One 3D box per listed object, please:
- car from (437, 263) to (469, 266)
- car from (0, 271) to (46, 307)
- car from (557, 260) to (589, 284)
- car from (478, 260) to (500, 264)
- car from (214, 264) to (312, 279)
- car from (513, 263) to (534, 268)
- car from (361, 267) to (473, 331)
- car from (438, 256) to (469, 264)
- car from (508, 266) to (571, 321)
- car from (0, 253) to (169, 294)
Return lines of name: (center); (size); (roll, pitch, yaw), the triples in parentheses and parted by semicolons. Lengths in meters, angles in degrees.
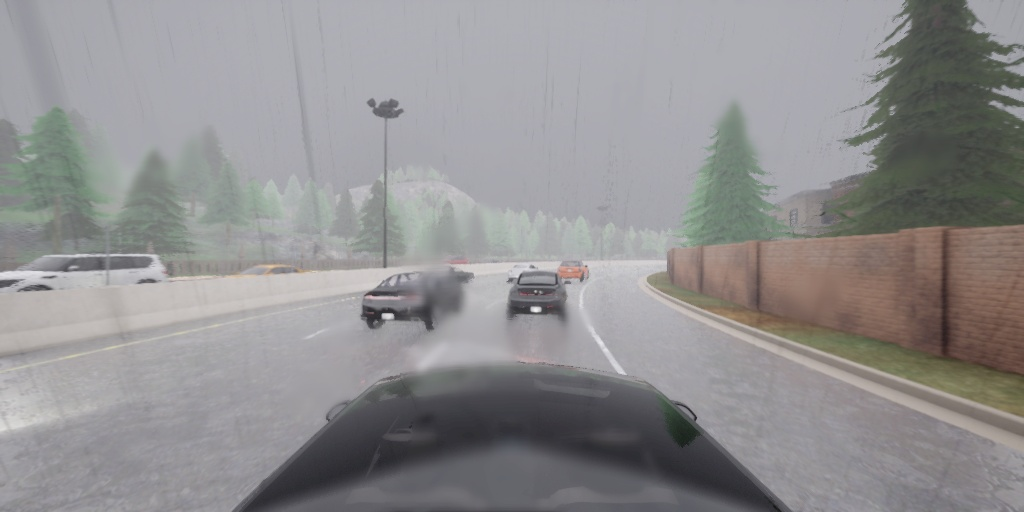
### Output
car: (-4.094, 1.351, 23.382); (1.895, 1.301, 4.718); (0, 0, 14)
car: (-20.363, 1.263, 12.492); (1.895, 1.301, 4.718); (0, 0, 7)
car: (5.175, 1.153, 29.924); (2.097, 1.767, 4.553); (0, 0, 19)
car: (-3.398, 1.287, 53.529); (1.837, 1.490, 4.892); (0, 0, 30)
car: (-12.473, 1.183, 18.196); (1.882, 1.535, 5.008); (0, 0, 10)
car: (1.019, 1.306, 28.634); (1.812, 1.442, 4.674); (0, 0, 17)
car: (-2.729, 1.237, 10.984); (2.128, 1.511, 4.902); (0, 0, 6)
car: (-8.416, 0.978, 51.727); (2.150, 2.045, 5.566); (0, 0, 28)
car: (0.991, 1.270, 12.553); (1.837, 1.490, 4.892); (0, 0, 7)
car: (-16.690, 0.902, 13.768); (2.150, 2.045, 5.566); (0, 0, 7)
